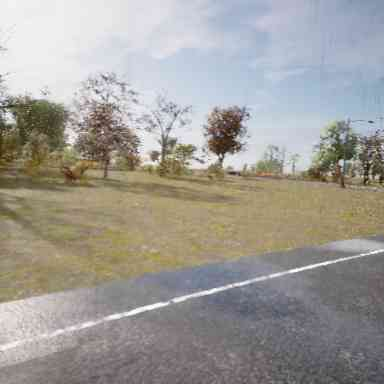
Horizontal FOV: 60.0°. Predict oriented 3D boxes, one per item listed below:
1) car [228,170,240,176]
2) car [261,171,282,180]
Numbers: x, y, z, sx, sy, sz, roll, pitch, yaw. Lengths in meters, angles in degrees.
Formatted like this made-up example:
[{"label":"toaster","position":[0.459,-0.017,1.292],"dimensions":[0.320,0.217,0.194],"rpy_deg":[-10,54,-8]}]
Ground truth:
[{"label":"car","position":[10.788,-4.655,81.334],"dimensions":[1.895,1.301,4.718],"rpy_deg":[0,6,-37]},{"label":"car","position":[17.317,-3.709,72.645],"dimensions":[2.097,1.767,4.553],"rpy_deg":[0,6,-37]}]
